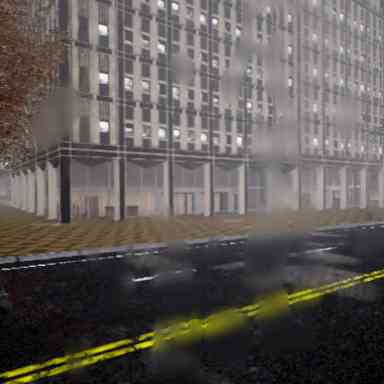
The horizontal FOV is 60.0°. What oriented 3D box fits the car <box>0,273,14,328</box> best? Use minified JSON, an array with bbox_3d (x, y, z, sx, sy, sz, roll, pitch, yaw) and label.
[{"bbox_3d":[-5.204,1.537,3.970,5.357,1.411,2.033,0,0,-35],"label":"car"}]
